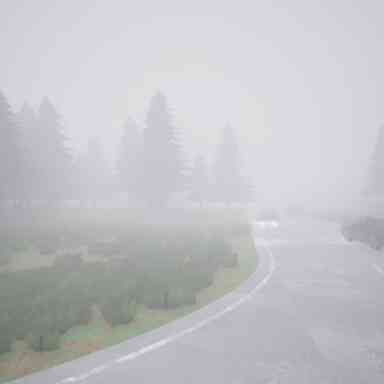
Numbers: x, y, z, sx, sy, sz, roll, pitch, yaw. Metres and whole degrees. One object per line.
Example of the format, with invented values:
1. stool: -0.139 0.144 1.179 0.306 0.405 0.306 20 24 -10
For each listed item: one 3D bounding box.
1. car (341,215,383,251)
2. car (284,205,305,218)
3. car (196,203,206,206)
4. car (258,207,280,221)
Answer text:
1. car: 8.658 1.782 15.277 2.033 1.411 5.357 -1 -1 5
2. car: 12.105 2.269 39.577 2.128 1.511 4.902 -1 -2 9
3. car: 2.380 3.463 91.002 1.905 1.878 3.866 0 -2 -22
4. car: 7.960 2.301 34.856 1.994 1.385 4.181 -1 -1 9
